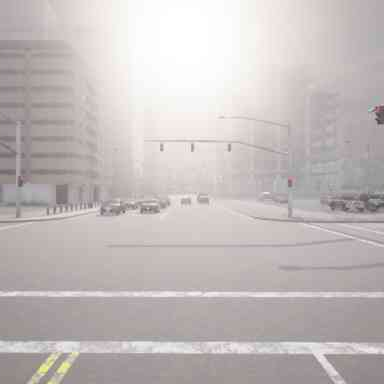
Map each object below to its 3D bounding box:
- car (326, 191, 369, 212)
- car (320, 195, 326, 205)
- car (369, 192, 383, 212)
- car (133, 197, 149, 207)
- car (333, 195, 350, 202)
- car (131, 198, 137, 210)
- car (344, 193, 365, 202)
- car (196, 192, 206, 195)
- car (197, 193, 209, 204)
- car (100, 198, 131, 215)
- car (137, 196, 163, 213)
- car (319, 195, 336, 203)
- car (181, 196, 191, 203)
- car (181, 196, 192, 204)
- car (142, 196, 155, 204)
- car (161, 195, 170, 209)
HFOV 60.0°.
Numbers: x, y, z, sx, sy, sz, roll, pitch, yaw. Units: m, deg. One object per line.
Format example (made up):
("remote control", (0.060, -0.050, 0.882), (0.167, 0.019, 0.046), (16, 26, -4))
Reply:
("car", (16.583, 1.153, 35.766), (1.932, 1.855, 4.605), (0, 0, 0))
("car", (22.103, 1.395, 53.205), (1.970, 1.475, 3.806), (0, 0, 0))
("car", (19.478, 1.156, 35.725), (1.905, 1.878, 3.866), (0, 0, 0))
("car", (-8.205, 1.564, 53.365), (1.994, 1.385, 4.181), (0, 0, -1))
("car", (30.696, 1.364, 68.346), (1.784, 1.438, 3.905), (0, 0, 0))
("car", (-8.120, 1.526, 43.370), (1.812, 1.442, 4.674), (0, 0, 0))
("car", (33.379, 1.153, 68.409), (1.932, 1.855, 4.605), (0, 0, 0))
("car", (2.219, 1.051, 74.446), (2.150, 2.045, 5.566), (0, 0, 0))
("car", (2.299, 1.477, 64.641), (1.882, 1.535, 5.008), (0, 0, 0))
("car", (-8.053, 1.491, 34.221), (2.128, 1.511, 4.902), (0, 0, 0))
("car", (-4.575, 1.505, 36.845), (1.837, 1.490, 4.892), (0, 0, 0))
("car", (27.801, 1.395, 68.333), (1.970, 1.475, 3.806), (0, 0, 0))
("car", (-1.241, 1.542, 72.660), (2.033, 1.411, 5.357), (0, 0, 0))
("car", (-1.084, 1.490, 62.506), (2.128, 1.511, 4.902), (0, 0, 0))
("car", (-8.241, 1.477, 63.488), (1.882, 1.535, 5.008), (0, 0, 0))
("car", (-4.647, 1.352, 45.988), (2.097, 1.767, 4.553), (0, 0, -1))
